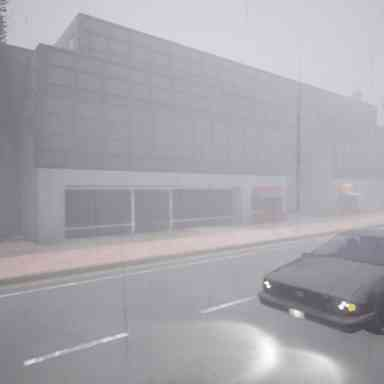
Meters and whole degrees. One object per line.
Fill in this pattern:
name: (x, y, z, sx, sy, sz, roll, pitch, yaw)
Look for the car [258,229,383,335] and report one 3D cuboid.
car: (3.774, 1.515, 6.855, 5.357, 1.411, 2.033, -1, 0, -37)
